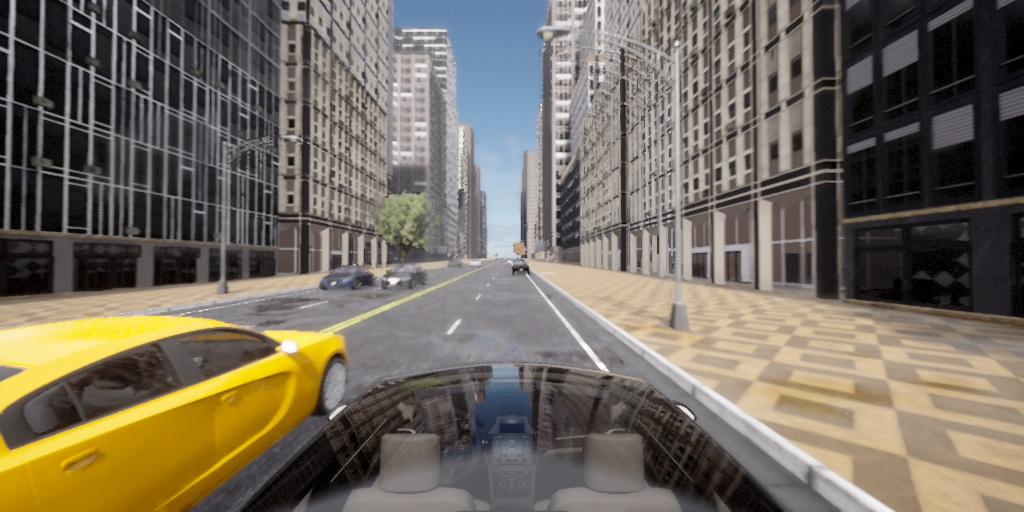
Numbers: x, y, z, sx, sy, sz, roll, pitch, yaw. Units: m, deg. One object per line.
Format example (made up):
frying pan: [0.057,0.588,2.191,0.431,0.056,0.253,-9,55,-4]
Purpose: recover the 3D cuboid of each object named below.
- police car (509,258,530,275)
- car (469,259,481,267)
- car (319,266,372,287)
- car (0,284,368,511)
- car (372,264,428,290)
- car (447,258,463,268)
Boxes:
police car: [0.954,1.190,38.935,1.930,1.638,5.238,0,0,0]
car: [-6.542,1.314,64.537,1.812,1.442,4.674,0,0,0]
car: [-9.852,1.319,21.792,1.994,1.385,4.181,0,0,0]
car: [-3.151,1.228,2.913,1.882,1.535,5.008,0,0,0]
car: [-6.603,1.248,22.448,2.128,1.511,4.902,0,0,0]
car: [-9.806,1.127,61.954,2.097,1.767,4.553,0,0,1]
